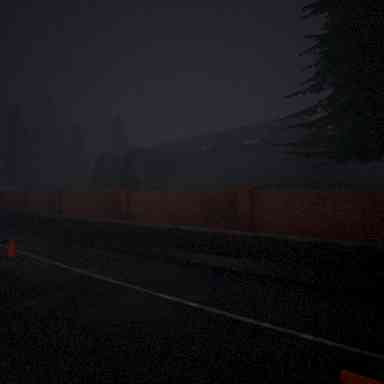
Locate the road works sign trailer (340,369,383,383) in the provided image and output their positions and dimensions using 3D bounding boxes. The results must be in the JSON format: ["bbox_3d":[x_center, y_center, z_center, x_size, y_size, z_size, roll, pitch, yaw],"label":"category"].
[{"bbox_3d":[2.572,0.500,2.345,2.880,3.560,2.380,0,0,40],"label":"road works sign trailer"}]

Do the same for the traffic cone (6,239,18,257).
[{"bbox_3d":[-6.402,1.971,11.875,0.340,0.580,0.340,0,0,40],"label":"traffic cone"}]
